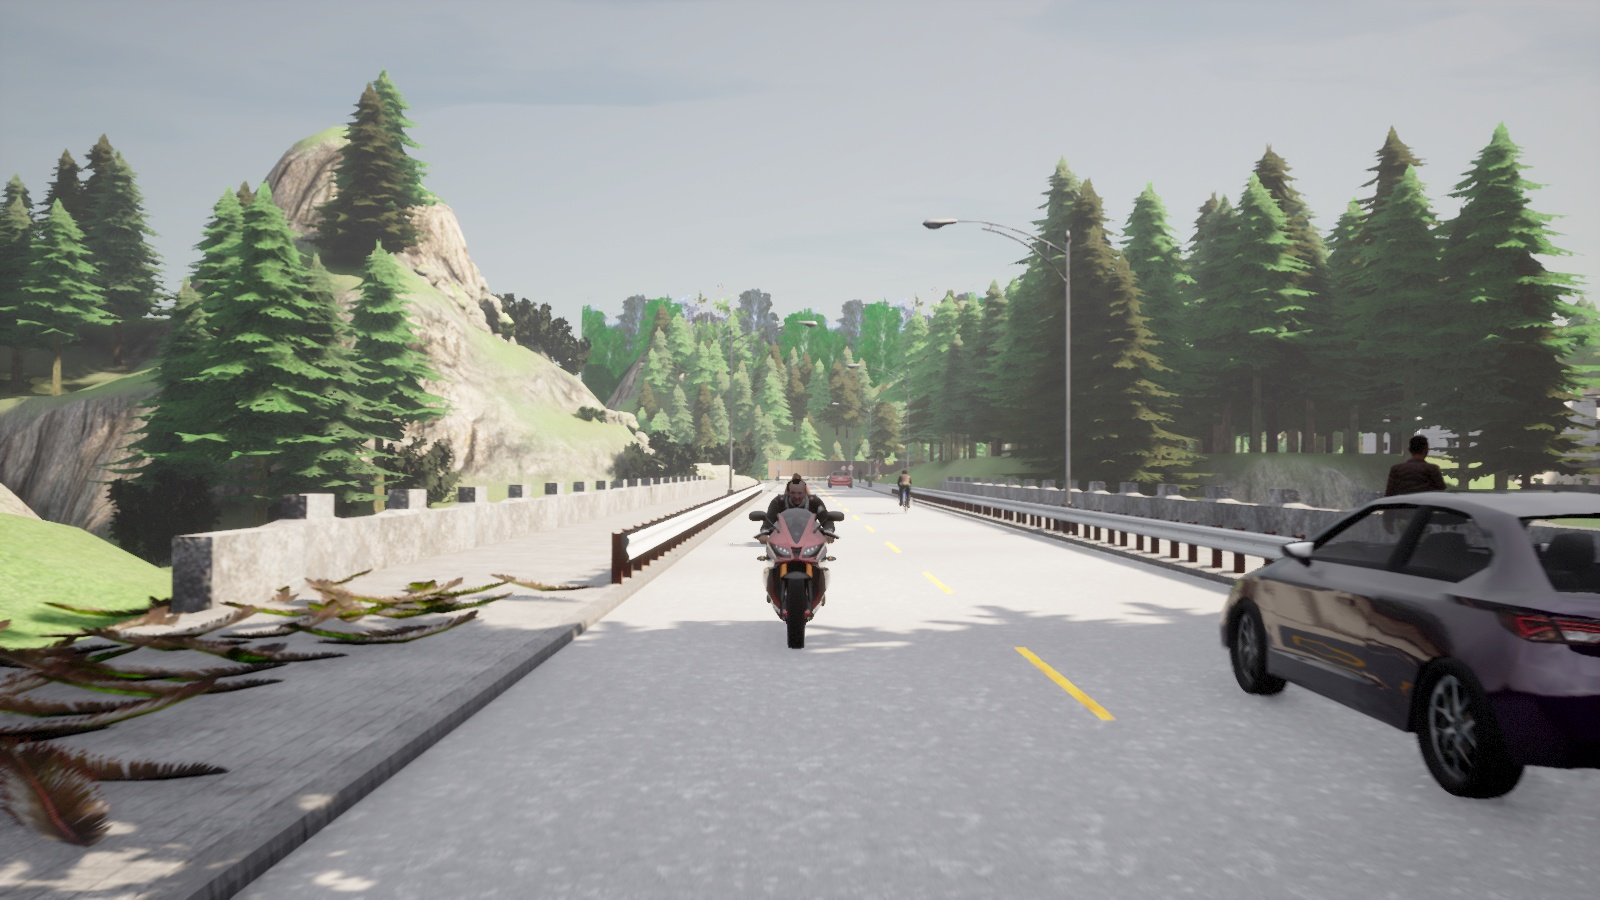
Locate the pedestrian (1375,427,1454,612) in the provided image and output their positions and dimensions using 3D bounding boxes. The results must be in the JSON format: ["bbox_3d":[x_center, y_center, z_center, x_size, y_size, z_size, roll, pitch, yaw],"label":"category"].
[{"bbox_3d":[6.323,0.700,12.922,0.703,1.840,0.431,0,-1,-36],"label":"pedestrian"}]

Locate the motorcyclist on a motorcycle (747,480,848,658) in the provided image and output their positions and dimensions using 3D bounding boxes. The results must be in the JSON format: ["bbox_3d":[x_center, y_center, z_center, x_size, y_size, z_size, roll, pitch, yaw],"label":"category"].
[{"bbox_3d":[-0.025,1.049,11.920,0.866,1.530,2.191,0,-1,0],"label":"motorcyclist on a motorcycle"}]

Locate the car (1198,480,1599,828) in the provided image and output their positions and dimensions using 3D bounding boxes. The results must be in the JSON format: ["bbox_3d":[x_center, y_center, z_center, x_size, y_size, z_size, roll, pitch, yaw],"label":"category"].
[{"bbox_3d":[3.985,0.939,7.582,1.816,1.474,4.193,0,-1,0],"label":"car"}]
